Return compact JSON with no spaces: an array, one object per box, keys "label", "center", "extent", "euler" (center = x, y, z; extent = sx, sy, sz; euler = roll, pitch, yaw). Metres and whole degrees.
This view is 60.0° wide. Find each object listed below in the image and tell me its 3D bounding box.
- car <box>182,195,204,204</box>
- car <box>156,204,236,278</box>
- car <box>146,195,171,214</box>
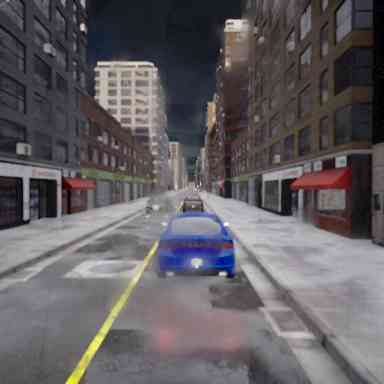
[{"label":"car","center":[0.108,1.017,30.774],"extent":[2.128,1.511,4.902],"euler":[0,1,0]},{"label":"car","center":[0.102,1.326,9.647],"extent":[1.882,1.535,5.008],"euler":[0,1,0]},{"label":"car","center":[-2.841,1.044,28.918],"extent":[2.128,1.511,4.902],"euler":[0,1,0]}]
